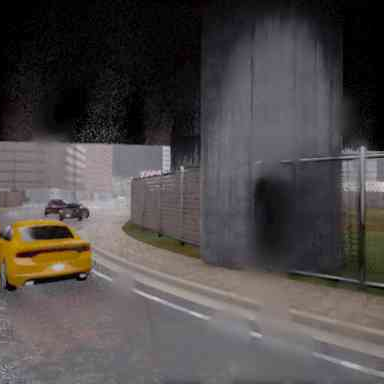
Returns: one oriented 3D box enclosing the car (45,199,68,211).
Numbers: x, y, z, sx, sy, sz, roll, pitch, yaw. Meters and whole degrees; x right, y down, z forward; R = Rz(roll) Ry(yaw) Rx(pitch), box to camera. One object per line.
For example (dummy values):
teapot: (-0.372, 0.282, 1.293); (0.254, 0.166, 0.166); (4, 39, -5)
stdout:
car: (-14.618, 1.592, 36.808); (2.097, 1.767, 4.553); (1, 0, -7)

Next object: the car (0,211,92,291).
car: (-4.434, 1.537, 9.438); (1.882, 1.535, 5.008); (0, 0, -36)

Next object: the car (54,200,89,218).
car: (-10.236, 1.726, 28.998); (1.812, 1.442, 4.674); (1, -1, -7)

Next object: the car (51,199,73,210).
car: (-19.816, 1.846, 50.920); (1.837, 1.490, 4.892); (1, -1, -6)
